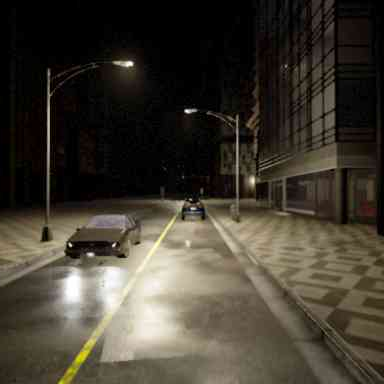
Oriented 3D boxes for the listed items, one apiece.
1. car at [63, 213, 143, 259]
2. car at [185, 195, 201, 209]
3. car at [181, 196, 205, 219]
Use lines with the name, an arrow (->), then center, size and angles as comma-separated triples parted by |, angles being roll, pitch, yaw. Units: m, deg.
car -> -3.097, 1.533, 12.836 | 2.033, 1.411, 5.357 | 0, 0, 0
car -> 0.101, 1.294, 44.442 | 2.097, 1.767, 4.553 | 0, 0, 0
car -> 0.100, 1.397, 28.395 | 2.033, 1.649, 4.856 | 0, 0, 0
